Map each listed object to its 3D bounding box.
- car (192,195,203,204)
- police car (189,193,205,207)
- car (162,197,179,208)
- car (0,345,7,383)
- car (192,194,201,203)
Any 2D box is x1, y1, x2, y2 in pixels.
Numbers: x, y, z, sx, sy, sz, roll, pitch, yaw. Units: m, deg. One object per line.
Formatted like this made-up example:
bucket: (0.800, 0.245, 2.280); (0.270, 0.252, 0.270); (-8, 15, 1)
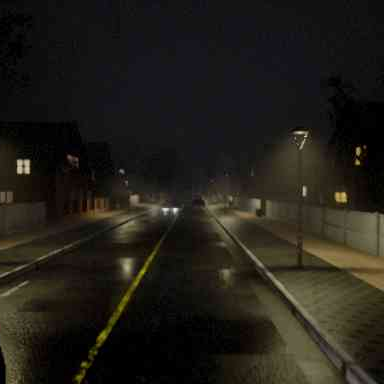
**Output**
car: (0.837, 1.257, 57.555); (1.801, 1.575, 5.366); (0, 0, 0)
police car: (0.835, 1.266, 47.472); (1.930, 1.638, 5.238); (0, 0, 0)
car: (-2.824, 1.415, 44.563); (1.994, 1.385, 4.181); (0, 0, 0)
car: (-2.849, 1.559, 1.621); (1.994, 1.385, 4.181); (0, 0, 0)
car: (0.838, 1.234, 63.555); (1.801, 1.575, 5.366); (0, 0, 0)
